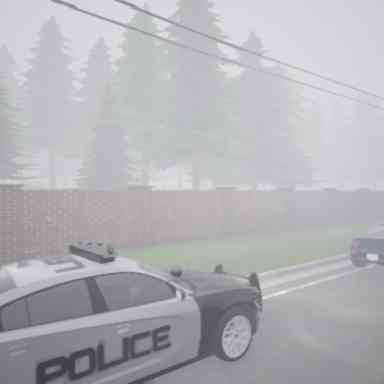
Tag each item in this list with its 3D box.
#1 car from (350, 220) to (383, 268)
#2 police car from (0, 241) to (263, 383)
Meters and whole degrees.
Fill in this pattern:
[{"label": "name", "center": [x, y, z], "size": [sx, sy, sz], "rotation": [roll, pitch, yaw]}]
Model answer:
[{"label": "car", "center": [6.677, 1.578, 10.364], "size": [4.674, 1.442, 1.812], "rotation": [0, -1, -38]}, {"label": "police car", "center": [-1.142, 1.495, 4.308], "size": [5.238, 1.638, 1.930], "rotation": [0, -1, -38]}]
